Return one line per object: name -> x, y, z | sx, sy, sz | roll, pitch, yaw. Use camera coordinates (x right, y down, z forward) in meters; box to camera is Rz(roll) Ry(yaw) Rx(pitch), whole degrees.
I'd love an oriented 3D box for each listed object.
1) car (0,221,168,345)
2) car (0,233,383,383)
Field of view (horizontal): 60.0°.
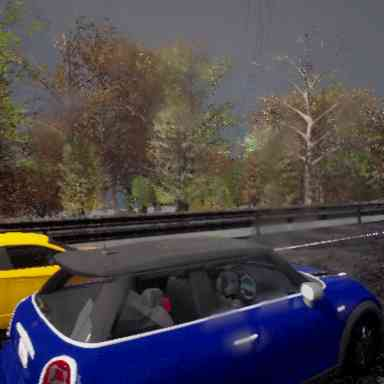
car -> -3.070, 1.475, 5.869 | 5.008, 1.535, 1.882 | 0, 0, -36
car -> 0.328, 1.341, 4.000 | 4.553, 1.767, 2.097 | 0, 0, -36
